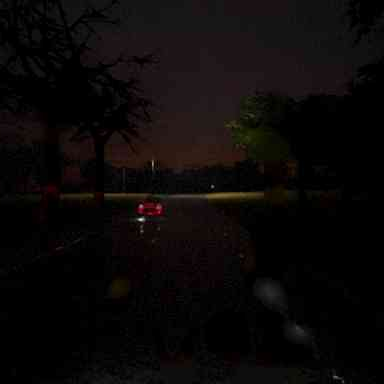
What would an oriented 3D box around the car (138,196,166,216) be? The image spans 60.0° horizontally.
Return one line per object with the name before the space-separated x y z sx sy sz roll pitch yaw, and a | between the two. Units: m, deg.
car | -3.606 1.249 30.555 2.097 1.767 4.553 0 1 0
